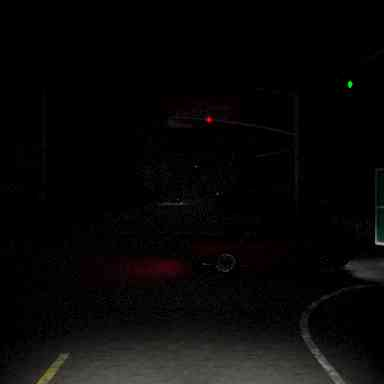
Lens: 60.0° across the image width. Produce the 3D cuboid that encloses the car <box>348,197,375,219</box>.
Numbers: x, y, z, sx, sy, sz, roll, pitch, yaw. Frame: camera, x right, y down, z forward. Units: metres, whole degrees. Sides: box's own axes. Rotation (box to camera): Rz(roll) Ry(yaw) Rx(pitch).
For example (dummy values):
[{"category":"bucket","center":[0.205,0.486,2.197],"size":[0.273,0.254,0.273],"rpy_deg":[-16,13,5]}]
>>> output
[{"category":"car","center":[14.311,1.504,24.998],"size":[3.866,1.878,1.905],"rpy_deg":[0,0,0]}]

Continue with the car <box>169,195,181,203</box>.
[{"category":"car","center":[-3.612,1.352,68.598],"size":[2.097,1.767,4.553],"rpy_deg":[0,0,0]}]

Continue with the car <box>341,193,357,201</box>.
[{"category":"car","center":[34.741,1.489,71.903],"size":[2.007,1.523,4.514],"rpy_deg":[0,0,0]}]

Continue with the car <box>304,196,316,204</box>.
[{"category":"car","center":[22.355,1.552,64.083],"size":[1.970,1.475,3.806],"rpy_deg":[0,0,0]}]

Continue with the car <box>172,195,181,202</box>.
[{"category":"car","center":[-3.619,1.540,78.920],"size":[2.033,1.411,5.357],"rpy_deg":[0,0,0]}]

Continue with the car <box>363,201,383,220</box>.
[{"category":"car","center":[18.625,1.672,30.678],"size":[4.611,1.667,2.242],"rpy_deg":[0,0,0]}]

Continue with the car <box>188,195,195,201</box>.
[{"category":"car","center":[-0.130,1.552,86.342],"size":[1.994,1.385,4.181],"rpy_deg":[0,0,0]}]

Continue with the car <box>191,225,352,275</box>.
[{"category":"car","center":[2.344,1.722,10.444],"size":[4.718,1.301,1.895],"rpy_deg":[1,0,0]}]
